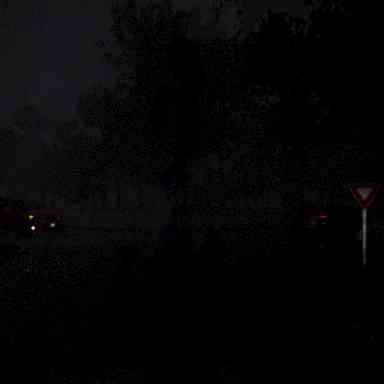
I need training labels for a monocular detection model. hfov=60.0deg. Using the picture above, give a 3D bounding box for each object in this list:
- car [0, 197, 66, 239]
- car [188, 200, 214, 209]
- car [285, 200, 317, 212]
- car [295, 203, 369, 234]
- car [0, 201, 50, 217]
[{"bbox_3d":[-9.381,1.312,18.221,5.566,2.045,2.150,0,0,31],"label":"car"},{"bbox_3d":[1.131,1.802,48.144,4.181,1.385,1.994,0,0,10],"label":"car"},{"bbox_3d":[13.046,1.672,39.329,1.882,1.535,5.008,0,-1,-23],"label":"car"},{"bbox_3d":[8.804,1.591,20.096,4.902,1.511,2.128,0,0,-35],"label":"car"},{"bbox_3d":[-17.484,1.721,35.151,2.033,1.411,5.357,0,0,9],"label":"car"}]
